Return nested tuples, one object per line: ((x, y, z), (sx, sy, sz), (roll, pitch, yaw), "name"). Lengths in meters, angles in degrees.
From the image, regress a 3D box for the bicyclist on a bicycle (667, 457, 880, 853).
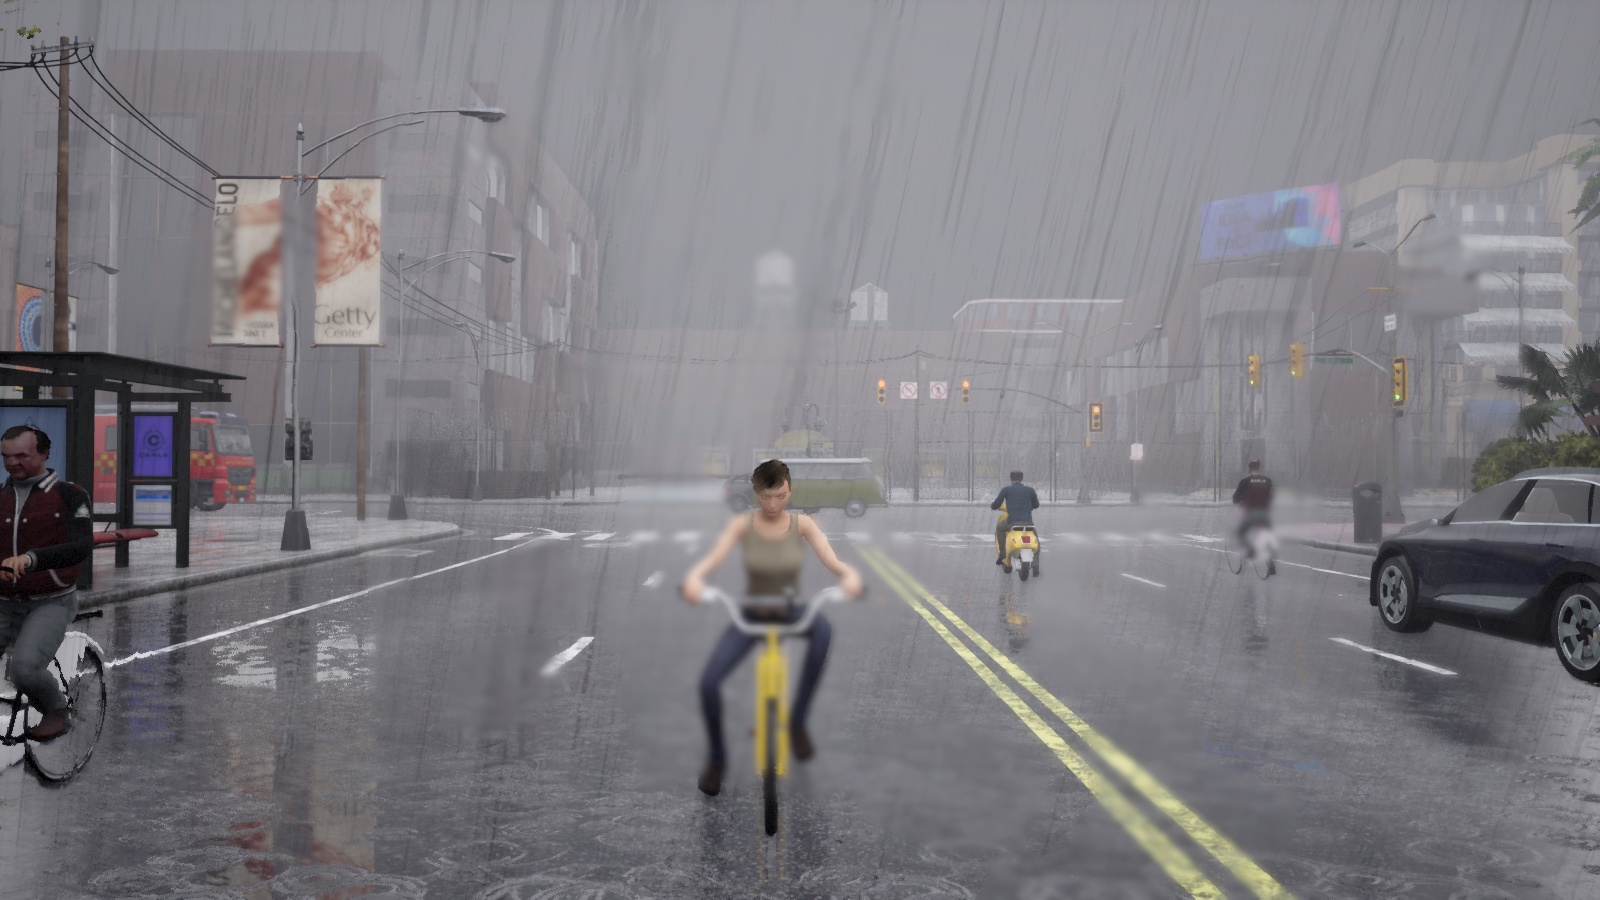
((-0.120, 0.850, 5.896), (0.866, 1.612, 1.509), (0, -1, -1), "bicyclist on a bicycle")

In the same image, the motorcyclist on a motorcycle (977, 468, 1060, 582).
((3.196, 1.066, 18.522), (0.866, 1.590, 1.817), (0, -1, -1), "motorcyclist on a motorcycle")

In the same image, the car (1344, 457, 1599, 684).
((6.807, 0.900, 10.864), (2.033, 1.649, 4.856), (0, -1, -1), "car")

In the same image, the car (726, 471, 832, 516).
((-0.735, 1.543, 44.602), (3.705, 1.549, 1.789), (0, -1, 0), "car")

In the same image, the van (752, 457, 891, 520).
((0.681, 1.253, 41.113), (4.442, 1.987, 1.775), (0, -1, 0), "van")

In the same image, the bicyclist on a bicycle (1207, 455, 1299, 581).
((6.694, 0.971, 18.659), (0.659, 1.776, 1.843), (0, -1, -1), "bicyclist on a bicycle")

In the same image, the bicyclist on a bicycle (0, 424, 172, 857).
((-3.621, 0.795, 5.670), (0.659, 1.776, 1.843), (0, -1, -1), "bicyclist on a bicycle")

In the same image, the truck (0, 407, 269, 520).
((-23.652, 0.490, 44.498), (8.468, 3.827, 2.891), (0, -1, 0), "truck")
